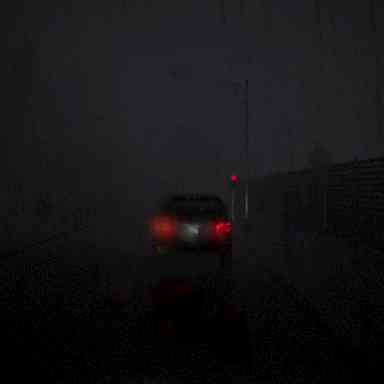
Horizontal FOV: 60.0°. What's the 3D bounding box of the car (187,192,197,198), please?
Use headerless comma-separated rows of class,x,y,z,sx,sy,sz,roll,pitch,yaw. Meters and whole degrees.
car,-0.031,0.655,79.635,1.895,1.301,4.718,0,1,-4

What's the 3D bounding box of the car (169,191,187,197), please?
car,-3.806,0.476,89.104,4.674,1.442,1.812,1,1,40

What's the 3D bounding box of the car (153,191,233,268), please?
car,0.041,1.085,10.971,2.150,2.045,5.566,0,0,0

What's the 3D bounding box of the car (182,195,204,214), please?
car,0.071,1.113,31.028,1.882,1.535,5.008,0,1,0

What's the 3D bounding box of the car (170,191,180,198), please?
car,-4.026,0.592,79.489,2.128,1.511,4.902,0,1,0

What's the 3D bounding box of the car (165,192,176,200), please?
car,-4.034,0.755,63.907,1.837,1.490,4.892,0,1,1
